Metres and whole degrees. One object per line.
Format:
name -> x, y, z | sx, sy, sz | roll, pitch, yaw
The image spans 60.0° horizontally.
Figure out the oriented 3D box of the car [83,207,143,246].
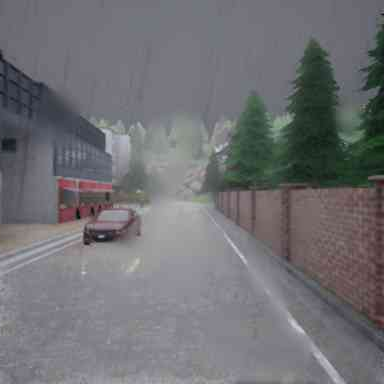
car -> -3.533, 1.490, 15.545 | 1.882, 1.535, 5.008 | 0, 0, 0
